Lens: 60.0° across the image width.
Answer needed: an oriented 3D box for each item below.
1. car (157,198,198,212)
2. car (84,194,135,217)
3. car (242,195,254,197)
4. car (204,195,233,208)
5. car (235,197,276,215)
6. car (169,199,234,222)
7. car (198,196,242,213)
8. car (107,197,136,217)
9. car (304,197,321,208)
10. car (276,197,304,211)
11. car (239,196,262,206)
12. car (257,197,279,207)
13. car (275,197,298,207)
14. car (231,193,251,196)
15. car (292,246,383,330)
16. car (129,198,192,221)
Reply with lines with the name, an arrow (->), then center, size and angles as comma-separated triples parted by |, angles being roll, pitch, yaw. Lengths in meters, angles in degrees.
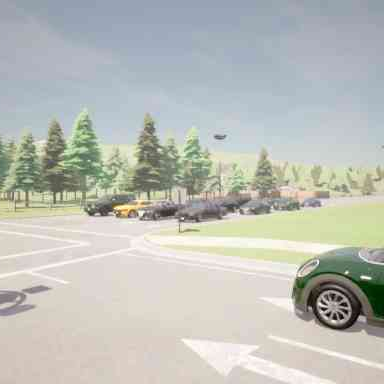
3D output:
car -> -1.706, 1.547, 40.585 | 2.033, 1.411, 5.357 | 0, 0, 36
car -> -7.726, 1.221, 32.379 | 2.150, 2.045, 5.566 | 0, 0, 36
car -> 8.639, 1.491, 42.848 | 2.128, 1.511, 4.902 | 0, 0, 36
car -> 3.932, 1.352, 48.259 | 2.097, 1.767, 4.553 | 0, 0, 36
car -> 6.564, 1.526, 34.090 | 1.812, 1.442, 4.674 | 0, 0, 36
car -> 0.884, 1.547, 26.366 | 2.033, 1.411, 5.357 | 0, 0, 36
car -> 3.057, 1.478, 35.245 | 1.882, 1.535, 5.008 | 0, 0, 36
car -> -4.893, 1.478, 30.324 | 1.882, 1.535, 5.008 | 0, 0, 36
car -> 17.707, 1.526, 49.244 | 1.812, 1.442, 4.674 | 0, 0, 37
car -> 11.794, 1.352, 41.227 | 2.097, 1.767, 4.553 | 0, 0, 36
car -> 9.971, 1.478, 56.435 | 1.882, 1.535, 5.008 | 0, 0, 37
car -> 12.383, 1.564, 53.813 | 1.994, 1.385, 4.181 | 0, 0, 37
car -> 14.533, 1.526, 50.841 | 1.812, 1.442, 4.674 | 0, 0, 37
car -> 6.409, 1.221, 45.724 | 2.150, 2.045, 5.566 | 0, 0, 36
car -> 4.032, 1.352, 5.414 | 4.553, 1.767, 2.097 | 0, 0, 35
car -> -2.504, 1.491, 27.666 | 2.128, 1.511, 4.902 | 0, 0, 36
